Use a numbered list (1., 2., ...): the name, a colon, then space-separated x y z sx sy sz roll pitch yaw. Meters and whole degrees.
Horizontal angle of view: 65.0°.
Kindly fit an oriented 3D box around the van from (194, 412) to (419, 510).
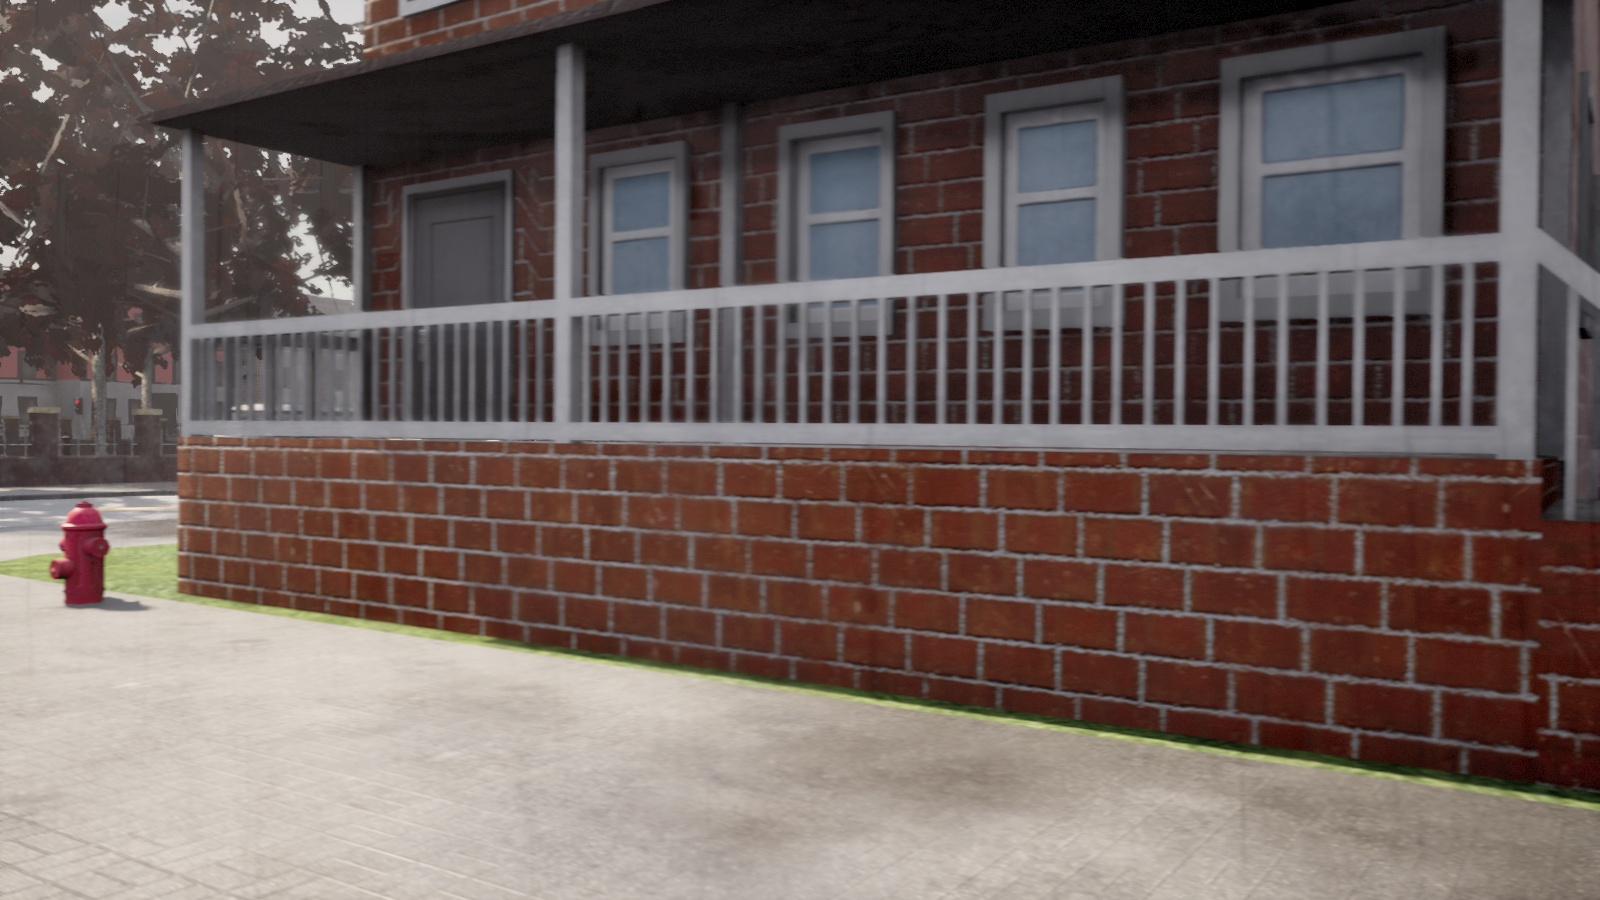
1. van: -10.793 0.190 27.814 1.775 1.987 4.442 0 1 31
